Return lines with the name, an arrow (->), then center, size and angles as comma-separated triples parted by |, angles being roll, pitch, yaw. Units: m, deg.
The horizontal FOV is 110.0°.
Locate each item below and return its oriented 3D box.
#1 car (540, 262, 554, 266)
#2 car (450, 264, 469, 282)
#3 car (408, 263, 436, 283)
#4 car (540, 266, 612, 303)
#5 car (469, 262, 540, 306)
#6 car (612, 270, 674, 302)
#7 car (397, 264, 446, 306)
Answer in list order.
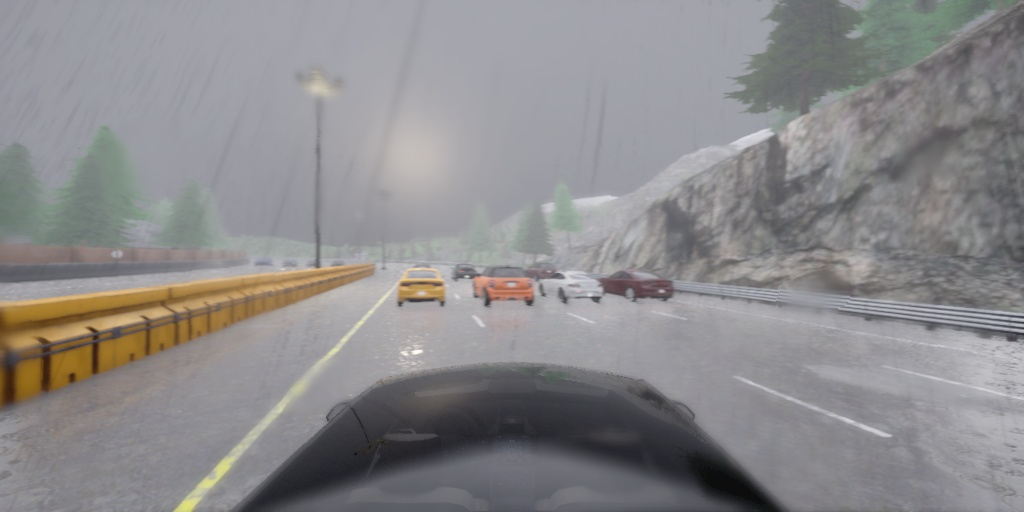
car -> 2.639, 1.356, 32.749 | 2.097, 1.767, 4.553 | 1, -1, -14
car -> -4.215, 1.402, 31.293 | 1.837, 1.490, 4.892 | 1, 0, -14
car -> -7.530, 1.385, 30.127 | 2.033, 1.411, 5.357 | 1, 0, -14
car -> 2.793, 1.428, 17.632 | 1.812, 1.442, 4.674 | 1, 0, -14
car -> -0.532, 1.195, 16.505 | 2.097, 1.767, 4.553 | 1, -1, -14
car -> 6.164, 1.436, 18.588 | 1.882, 1.535, 5.008 | 1, 0, -14
car -> -4.022, 1.269, 16.044 | 1.882, 1.535, 5.008 | 1, 0, -14
